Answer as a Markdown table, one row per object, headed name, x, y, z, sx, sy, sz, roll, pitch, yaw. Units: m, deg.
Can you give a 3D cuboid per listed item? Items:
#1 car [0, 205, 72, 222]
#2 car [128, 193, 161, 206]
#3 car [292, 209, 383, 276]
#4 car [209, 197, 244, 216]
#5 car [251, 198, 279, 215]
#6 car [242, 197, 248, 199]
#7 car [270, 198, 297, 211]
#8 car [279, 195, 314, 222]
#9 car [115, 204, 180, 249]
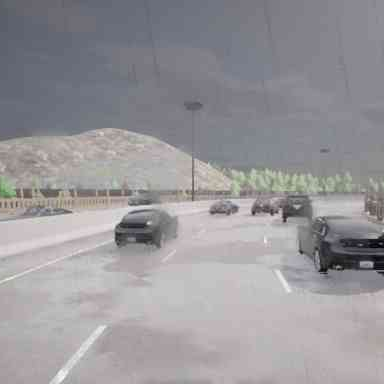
| name | x | y | z | sx | sy | sz | roll | pitch | yaw |
| --- | --- | --- | --- | --- | --- | --- | --- | --- | --- |
| car | -8.473 | 1.491 | 18.188 | 2.128 | 1.511 | 4.902 | 0 | 0 | 12 |
| car | -6.449 | 1.220 | 45.752 | 2.150 | 2.045 | 5.566 | 0 | 0 | 26 |
| car | 4.569 | 1.504 | 10.455 | 1.837 | 1.490 | 4.892 | 0 | 0 | 8 |
| car | 3.234 | 1.546 | 32.651 | 2.033 | 1.411 | 5.357 | 0 | 0 | 21 |
| car | 7.418 | 1.351 | 33.416 | 2.097 | 1.767 | 4.553 | 0 | 0 | 23 |
| car | 8.724 | 1.599 | 57.502 | 1.994 | 1.385 | 4.181 | 0 | 0 | 36 |
| car | 11.757 | 1.545 | 42.524 | 2.033 | 1.411 | 5.357 | 0 | 0 | 31 |
| car | 8.363 | 1.223 | 26.273 | 2.150 | 2.045 | 5.566 | 0 | 0 | 18 |
| car | -1.815 | 1.505 | 14.678 | 1.837 | 1.490 | 4.892 | 0 | 0 | 10 |
